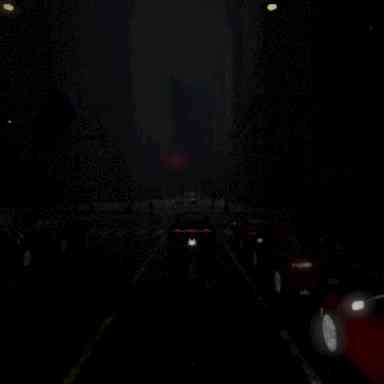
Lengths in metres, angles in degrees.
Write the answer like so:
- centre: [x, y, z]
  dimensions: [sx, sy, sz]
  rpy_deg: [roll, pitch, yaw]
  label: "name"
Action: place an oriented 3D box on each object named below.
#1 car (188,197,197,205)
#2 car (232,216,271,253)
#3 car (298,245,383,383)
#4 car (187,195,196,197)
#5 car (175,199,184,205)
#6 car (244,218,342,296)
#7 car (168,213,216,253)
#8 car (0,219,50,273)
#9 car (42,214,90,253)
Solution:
- centre: [0.114, 2.317, 76.736]
  dimensions: [1.895, 1.301, 4.718]
  rpy_deg: [0, -1, 0]
  label: "car"
- centre: [2.759, 1.681, 14.247]
  dimensions: [1.887, 1.381, 4.507]
  rpy_deg: [-1, -1, 0]
  label: "car"
- centre: [2.753, 1.577, 3.236]
  dimensions: [1.887, 1.381, 4.507]
  rpy_deg: [-1, -1, 0]
  label: "car"
- centre: [0.145, 2.038, 88.408]
  dimensions: [2.150, 2.045, 5.566]
  rpy_deg: [0, -1, 0]
  label: "car"
- centre: [-2.889, 2.244, 75.458]
  dimensions: [1.812, 1.442, 4.674]
  rpy_deg: [0, -1, 0]
  label: "car"
- centre: [2.756, 1.629, 8.742]
  dimensions: [1.887, 1.381, 4.507]
  rpy_deg: [-1, -1, 0]
  label: "car"
- centre: [0.011, 1.630, 14.317]
  dimensions: [2.128, 1.511, 4.902]
  rpy_deg: [0, 0, 0]
  label: "car"
- centre: [-5.769, 1.635, 8.746]
  dimensions: [2.008, 1.369, 4.403]
  rpy_deg: [-1, -1, 0]
  label: "car"
- centre: [-5.766, 1.681, 14.251]
  dimensions: [1.887, 1.381, 4.507]
  rpy_deg: [-1, -1, 0]
  label: "car"
